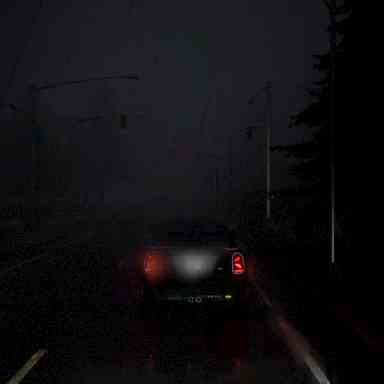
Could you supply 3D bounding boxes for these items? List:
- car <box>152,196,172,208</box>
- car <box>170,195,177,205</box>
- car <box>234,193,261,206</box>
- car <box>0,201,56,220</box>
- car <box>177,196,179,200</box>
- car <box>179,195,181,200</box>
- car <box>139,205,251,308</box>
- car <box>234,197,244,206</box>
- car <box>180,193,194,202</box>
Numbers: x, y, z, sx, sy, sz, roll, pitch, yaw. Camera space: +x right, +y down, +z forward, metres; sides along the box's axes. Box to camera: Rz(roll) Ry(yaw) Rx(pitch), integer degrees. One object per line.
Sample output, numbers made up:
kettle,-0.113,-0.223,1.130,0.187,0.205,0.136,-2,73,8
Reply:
car,-3.979,1.534,42.712,1.994,1.385,4.181,0,0,0
car,-4.067,1.496,58.107,1.812,1.442,4.674,0,0,-1
car,8.508,1.146,51.295,3.866,1.878,1.905,0,0,-1
car,-13.752,1.510,27.590,4.674,1.442,1.812,0,0,-1
car,-4.216,1.470,71.919,1.837,1.490,4.892,0,0,-4
car,-2.109,1.158,83.569,2.097,1.767,4.553,0,0,-13
car,0.072,1.352,8.071,2.097,1.767,4.553,0,0,1
car,8.919,1.144,48.784,4.605,1.855,1.932,0,0,-1
car,-0.835,1.555,73.435,1.895,1.301,4.718,0,0,-7
